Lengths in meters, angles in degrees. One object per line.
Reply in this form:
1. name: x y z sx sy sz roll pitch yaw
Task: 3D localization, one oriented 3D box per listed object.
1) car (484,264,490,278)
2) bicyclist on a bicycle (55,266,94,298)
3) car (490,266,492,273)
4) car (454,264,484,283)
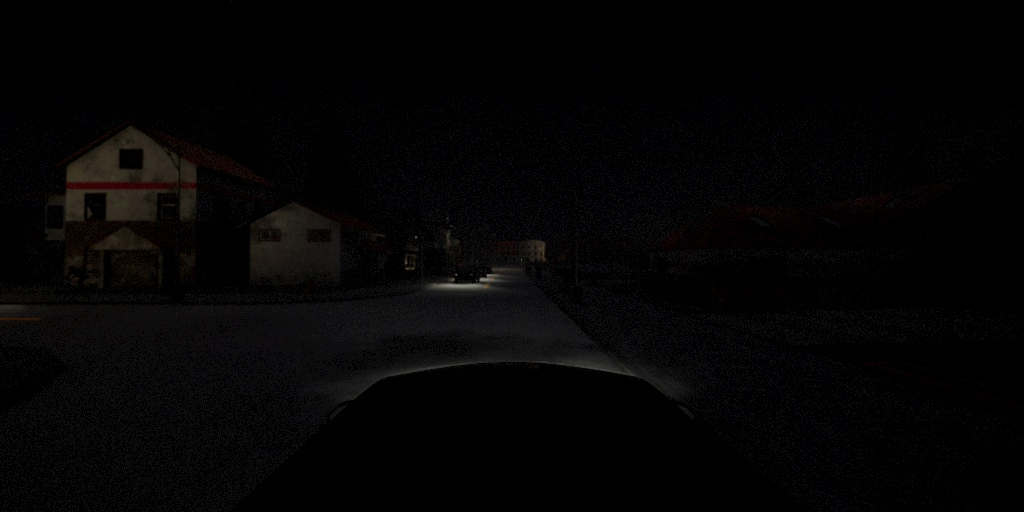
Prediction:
1. car: -4.083 1.749 42.930 1.882 1.535 5.008 0 -1 0
2. bicyclist on a bicycle: -22.536 1.312 18.500 0.582 1.620 1.656 0 0 0
3. car: -4.061 1.882 53.428 1.882 1.535 5.008 0 -1 0
4. car: -4.107 1.627 33.276 1.882 1.535 5.008 0 -1 2
